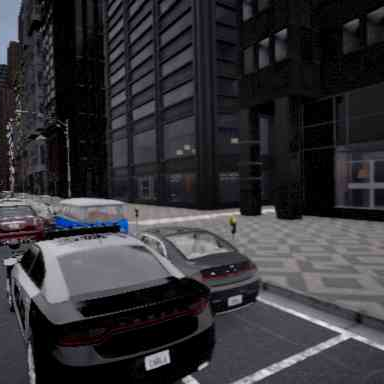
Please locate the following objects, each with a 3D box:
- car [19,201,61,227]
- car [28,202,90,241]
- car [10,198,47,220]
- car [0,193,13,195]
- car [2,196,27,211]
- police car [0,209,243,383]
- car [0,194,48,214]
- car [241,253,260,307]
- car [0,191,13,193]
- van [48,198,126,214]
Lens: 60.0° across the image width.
[{"bbox_3d":[-9.705,1.301,21.050,1.802,1.307,4.206,-3,2,-33],"label":"car"},{"bbox_3d":[-6.651,1.307,16.312,2.008,1.369,4.403,-3,2,-33],"label":"car"},{"bbox_3d":[-12.760,1.234,25.785,2.008,1.369,4.403,-3,2,-33],"label":"car"},{"bbox_3d":[-10.324,1.146,18.563,2.097,1.767,4.553,-2,2,-33],"label":"car"},{"bbox_3d":[-18.870,1.157,35.258,1.887,1.381,4.507,-3,2,-33],"label":"car"},{"bbox_3d":[-1.725,1.327,5.237,1.930,1.638,5.238,-2,2,-33],"label":"police car"},{"bbox_3d":[-7.278,1.186,13.428,2.097,1.767,4.553,-3,3,-30],"label":"car"},{"bbox_3d":[-0.540,1.383,6.839,2.008,1.369,4.403,-2,2,-33],"label":"car"},{"bbox_3d":[-24.986,0.859,44.725,2.192,1.841,5.009,-3,2,-33],"label":"car"},{"bbox_3d":[-3.601,1.135,11.570,1.690,1.788,3.998,-2,2,-33],"label":"van"}]
